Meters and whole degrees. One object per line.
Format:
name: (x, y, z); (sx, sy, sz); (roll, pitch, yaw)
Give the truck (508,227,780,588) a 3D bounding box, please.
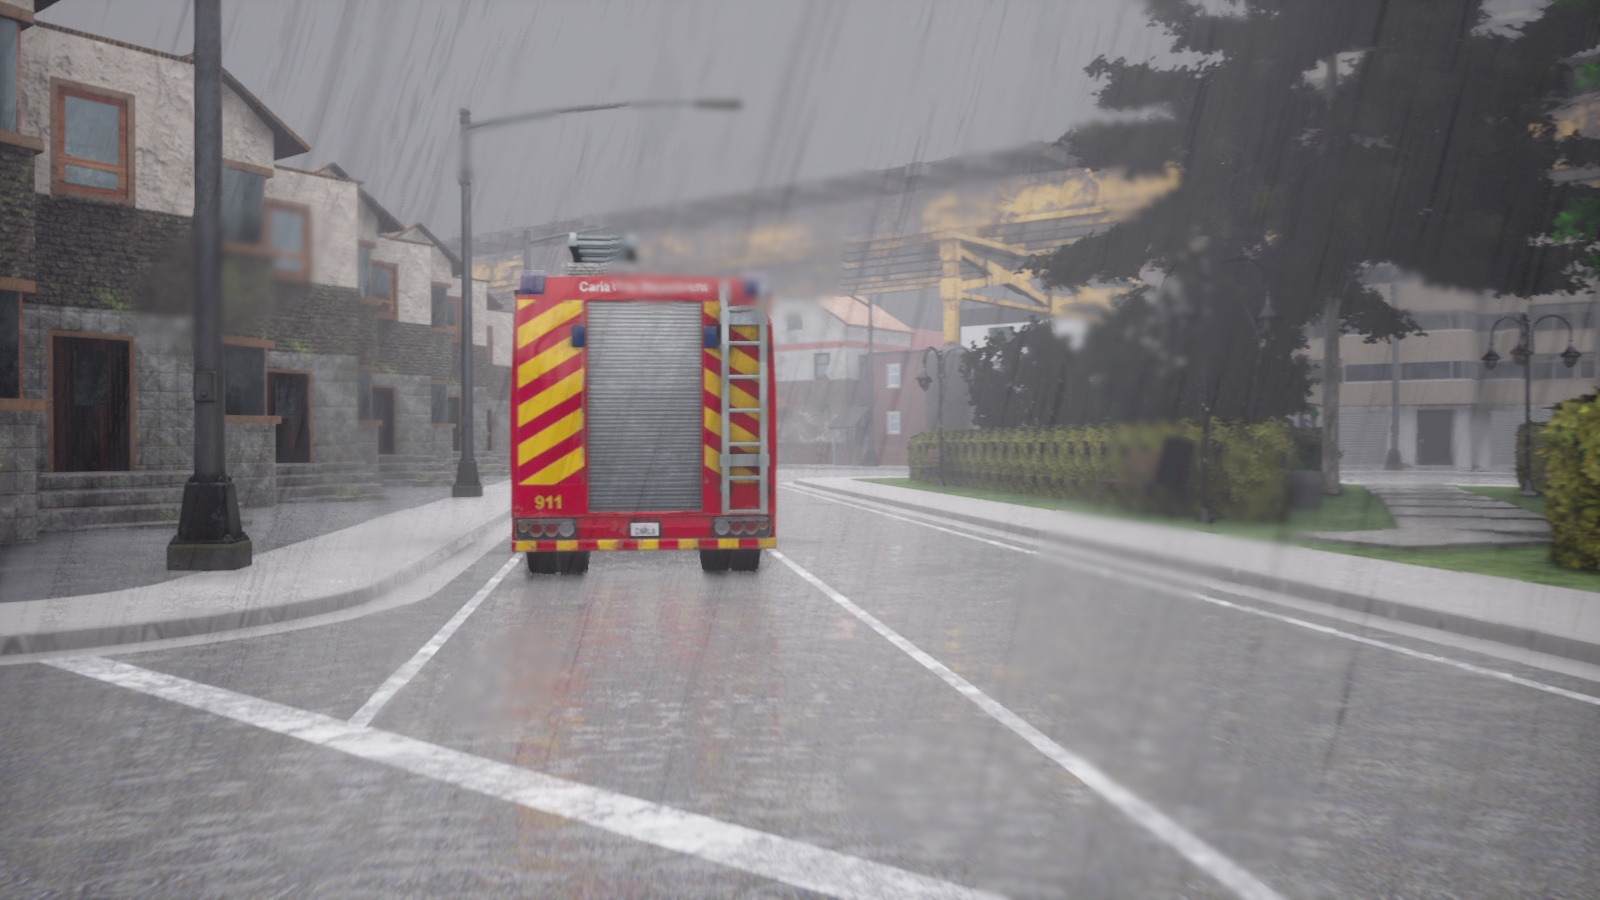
truck: (-2.161, -0.468, 17.682); (2.891, 3.827, 8.468); (0, 0, -7)
